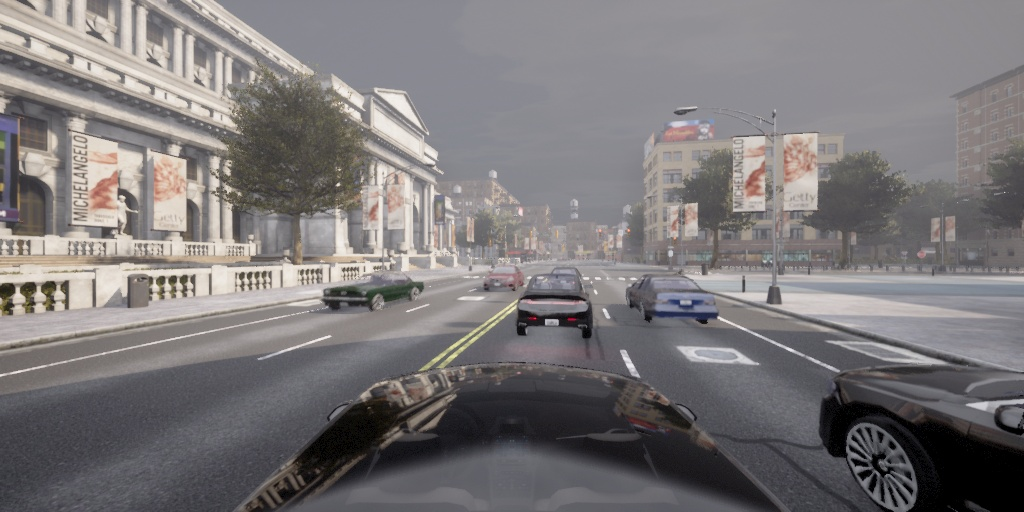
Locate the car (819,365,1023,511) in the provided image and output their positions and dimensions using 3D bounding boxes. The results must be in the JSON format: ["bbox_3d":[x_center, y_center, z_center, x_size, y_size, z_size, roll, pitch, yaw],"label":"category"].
[{"bbox_3d":[3.773,1.242,1.316,2.128,1.511,4.902,0,0,0],"label":"car"}]

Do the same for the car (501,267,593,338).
[{"bbox_3d":[1.265,1.240,10.248,2.128,1.511,4.902,0,0,9],"label":"car"}]

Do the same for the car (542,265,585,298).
[{"bbox_3d":[2.937,1.295,19.724,2.033,1.411,5.357,0,0,11],"label":"car"}]

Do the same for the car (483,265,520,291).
[{"bbox_3d":[-0.365,1.276,21.701,1.812,1.442,4.674,0,0,11],"label":"car"}]

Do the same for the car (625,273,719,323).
[{"bbox_3d":[5.118,1.296,12.143,2.033,1.411,5.357,0,0,10],"label":"car"}]

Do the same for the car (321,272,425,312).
[{"bbox_3d":[-5.342,1.349,14.438,1.895,1.301,4.718,0,0,11],"label":"car"}]
